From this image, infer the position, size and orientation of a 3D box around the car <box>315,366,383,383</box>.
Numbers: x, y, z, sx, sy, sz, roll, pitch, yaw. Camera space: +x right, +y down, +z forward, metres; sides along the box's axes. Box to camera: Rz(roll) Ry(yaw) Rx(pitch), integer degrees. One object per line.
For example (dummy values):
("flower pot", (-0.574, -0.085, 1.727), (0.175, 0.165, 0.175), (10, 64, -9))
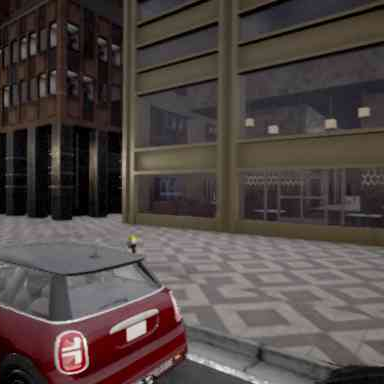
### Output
("car", (2.421, 1.577, 1.234), (4.313, 1.339, 1.947), (1, 1, 35))

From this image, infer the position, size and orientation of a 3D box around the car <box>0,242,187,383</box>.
("car", (-2.139, 1.408, 4.485), (4.097, 1.590, 1.967), (1, 1, 35))
